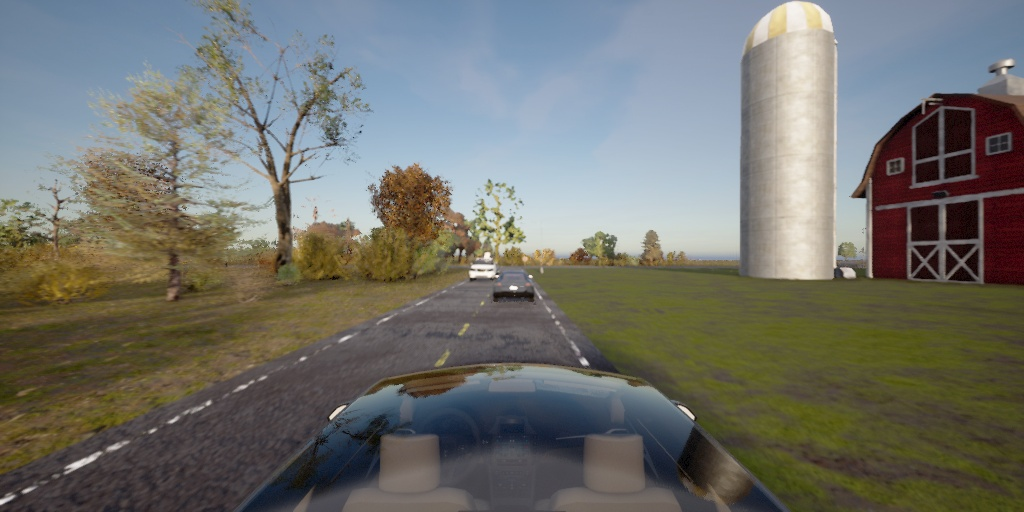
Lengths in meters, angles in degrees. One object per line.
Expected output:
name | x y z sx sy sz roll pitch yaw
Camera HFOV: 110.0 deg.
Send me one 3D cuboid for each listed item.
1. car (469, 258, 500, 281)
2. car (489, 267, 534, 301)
car | -2.567 1.187 32.981 2.150 2.045 5.566 0 0 0
car | 0.089 1.439 18.160 1.994 1.385 4.181 0 -1 0
